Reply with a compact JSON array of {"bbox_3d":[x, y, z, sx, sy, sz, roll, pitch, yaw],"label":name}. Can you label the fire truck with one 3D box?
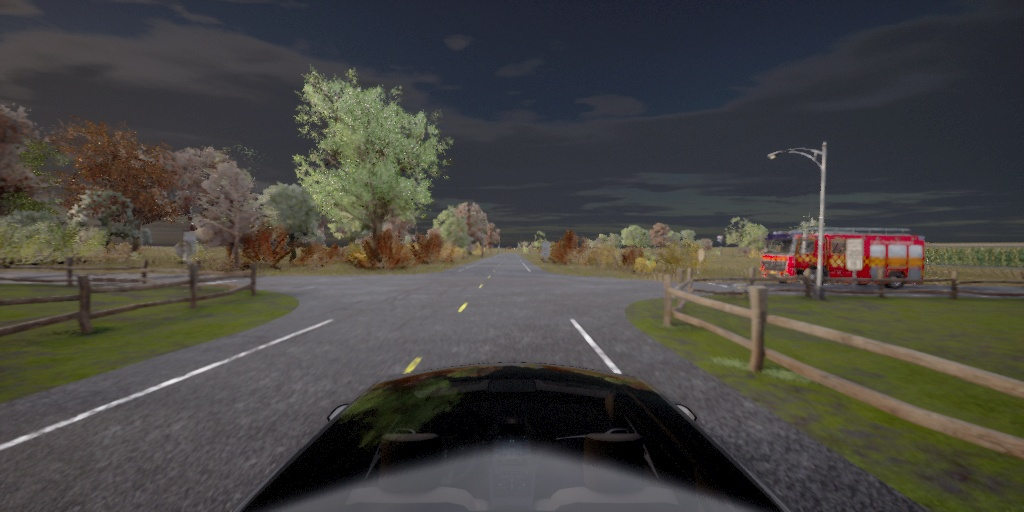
[{"bbox_3d":[21.351,0.101,23.502,8.468,3.827,2.891,1,2,0],"label":"fire truck"}]
